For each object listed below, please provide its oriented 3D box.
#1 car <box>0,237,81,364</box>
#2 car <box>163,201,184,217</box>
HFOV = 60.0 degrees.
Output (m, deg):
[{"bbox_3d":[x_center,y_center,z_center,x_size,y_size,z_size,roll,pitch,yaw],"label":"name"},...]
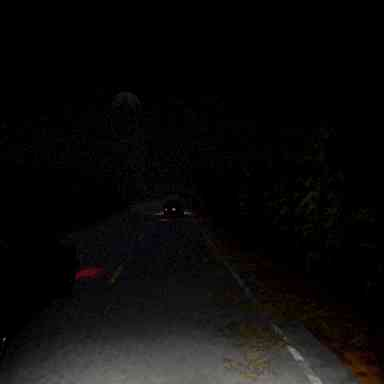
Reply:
[{"bbox_3d":[-3.478,1.574,5.834,2.033,1.411,5.357,-1,0,-3],"label":"car"},{"bbox_3d":[-1.672,1.499,30.369,2.033,1.411,5.357,-1,0,-3],"label":"car"}]
